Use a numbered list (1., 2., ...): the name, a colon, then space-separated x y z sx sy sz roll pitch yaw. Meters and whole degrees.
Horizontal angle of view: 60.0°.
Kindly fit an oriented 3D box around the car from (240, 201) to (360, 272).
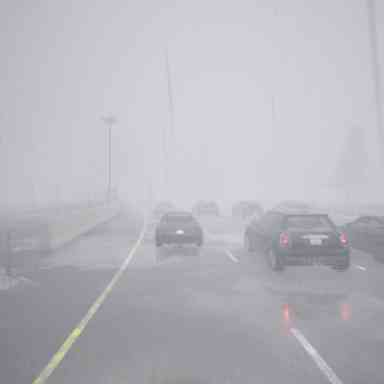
1. car: 3.154 1.332 10.913 2.097 1.767 4.553 0 0 -3

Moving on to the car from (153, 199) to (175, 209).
1. car: -2.796 1.435 32.643 1.882 1.535 5.008 0 0 -9

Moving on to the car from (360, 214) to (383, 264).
1. car: 6.630 1.500 11.662 1.812 1.442 4.674 0 0 -3

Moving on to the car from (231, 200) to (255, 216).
1. car: 4.803 1.457 29.326 1.837 1.490 4.892 0 0 -8

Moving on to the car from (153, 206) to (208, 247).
1. car: -0.637 1.543 15.090 1.994 1.385 4.181 0 0 -4

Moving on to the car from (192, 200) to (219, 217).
1. car: 1.141 1.447 30.136 2.128 1.511 4.902 0 0 -8

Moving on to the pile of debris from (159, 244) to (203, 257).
1. pile of debris: -0.437 2.158 12.384 1.500 0.140 1.860 0 0 -4
